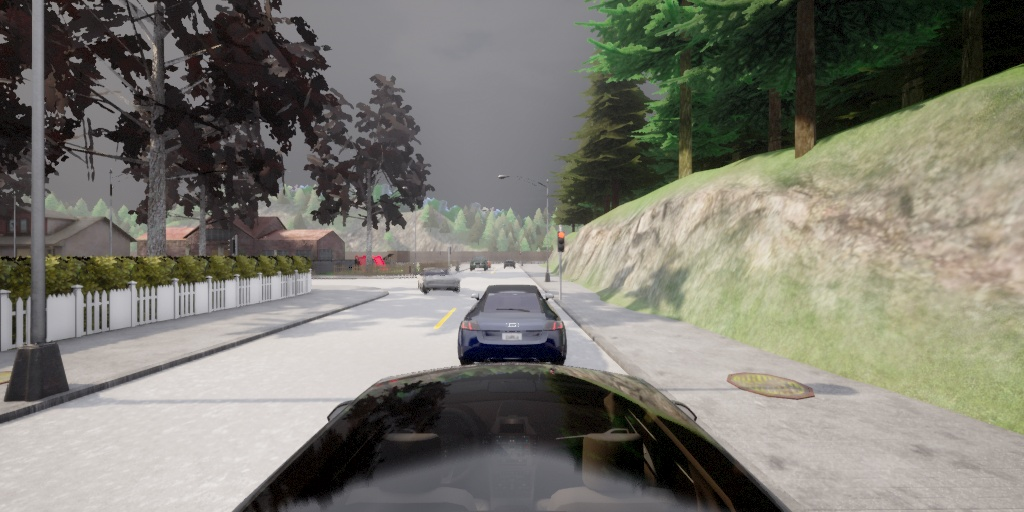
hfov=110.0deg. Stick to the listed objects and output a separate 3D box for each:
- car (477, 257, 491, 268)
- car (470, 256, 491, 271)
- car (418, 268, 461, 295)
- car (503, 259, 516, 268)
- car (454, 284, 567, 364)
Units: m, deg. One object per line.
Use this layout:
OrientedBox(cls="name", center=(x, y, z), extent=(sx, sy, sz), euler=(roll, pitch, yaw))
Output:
OrientedBox(cls="car", center=(-4.579, 1.102, 59.301), extent=(2.097, 1.767, 4.553), euler=(0, 0, 0))
OrientedBox(cls="car", center=(-4.513, 0.972, 49.473), extent=(2.150, 2.045, 5.566), euler=(0, 0, 0))
OrientedBox(cls="car", center=(-4.198, 1.351, 20.314), extent=(1.895, 1.301, 4.718), euler=(0, 0, -19))
OrientedBox(cls="car", center=(-0.414, 1.254, 60.838), extent=(1.837, 1.490, 4.892), euler=(0, 0, 0))
OrientedBox(cls="car", center=(0.008, 1.314, 7.986), extent=(1.994, 1.385, 4.181), euler=(0, 0, 0))
